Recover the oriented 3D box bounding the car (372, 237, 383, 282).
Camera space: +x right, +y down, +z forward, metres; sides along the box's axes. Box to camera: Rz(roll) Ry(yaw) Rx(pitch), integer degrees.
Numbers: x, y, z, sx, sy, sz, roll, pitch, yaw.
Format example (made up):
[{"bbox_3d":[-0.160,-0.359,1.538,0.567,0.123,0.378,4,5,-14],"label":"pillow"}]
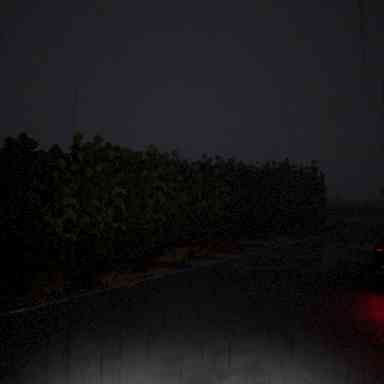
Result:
[{"bbox_3d":[6.274,1.477,8.768,1.837,1.490,4.892,0,0,43],"label":"car"}]
